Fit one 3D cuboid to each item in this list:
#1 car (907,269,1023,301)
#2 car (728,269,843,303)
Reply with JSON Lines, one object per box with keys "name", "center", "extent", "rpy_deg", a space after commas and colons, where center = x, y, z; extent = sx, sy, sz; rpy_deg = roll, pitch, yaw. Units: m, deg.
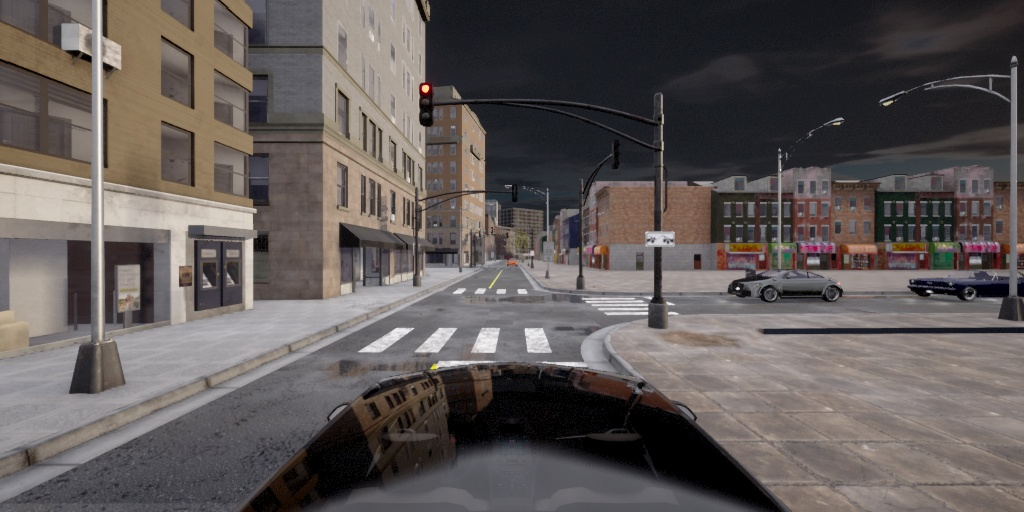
{"name": "car", "center": [20.822, 1.265, 16.007], "extent": [4.718, 1.301, 1.895], "rpy_deg": [0, 0, 0]}
{"name": "car", "center": [12.036, 1.261, 15.957], "extent": [4.181, 1.385, 1.994], "rpy_deg": [0, 0, 0]}
